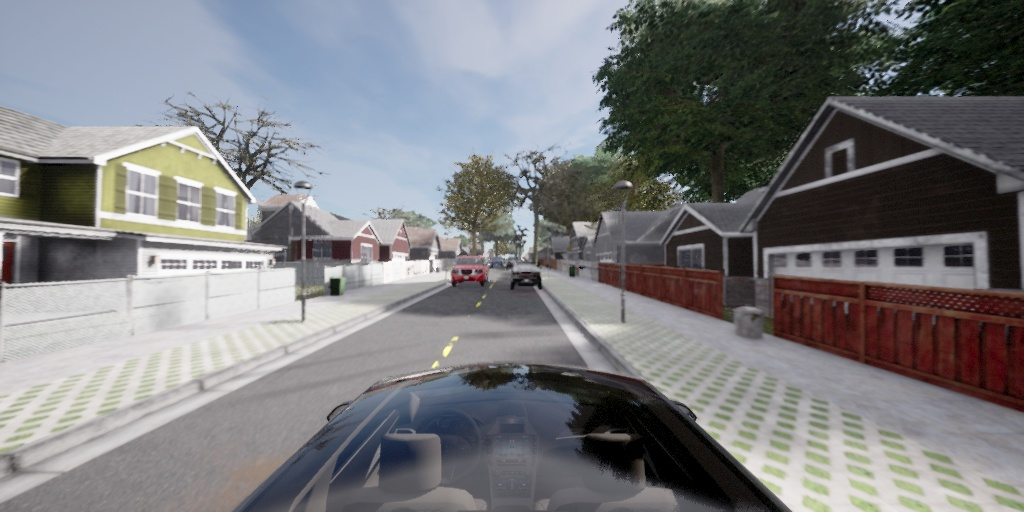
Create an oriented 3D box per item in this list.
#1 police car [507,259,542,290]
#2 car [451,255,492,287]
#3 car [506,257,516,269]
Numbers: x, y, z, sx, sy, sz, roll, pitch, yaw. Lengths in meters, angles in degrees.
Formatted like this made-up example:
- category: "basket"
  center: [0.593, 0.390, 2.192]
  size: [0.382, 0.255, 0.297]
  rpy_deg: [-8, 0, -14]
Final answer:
- category: "police car"
  center: [0.832, 1.178, 22.891]
  size: [1.930, 1.638, 5.238]
  rpy_deg: [0, 0, 0]
- category: "car"
  center: [-2.841, 0.976, 25.099]
  size: [2.150, 2.045, 5.566]
  rpy_deg: [0, 0, 0]
- category: "car"
  center: [0.018, 1.318, 58.513]
  size: [1.882, 1.535, 5.008]
  rpy_deg: [0, 0, 0]
